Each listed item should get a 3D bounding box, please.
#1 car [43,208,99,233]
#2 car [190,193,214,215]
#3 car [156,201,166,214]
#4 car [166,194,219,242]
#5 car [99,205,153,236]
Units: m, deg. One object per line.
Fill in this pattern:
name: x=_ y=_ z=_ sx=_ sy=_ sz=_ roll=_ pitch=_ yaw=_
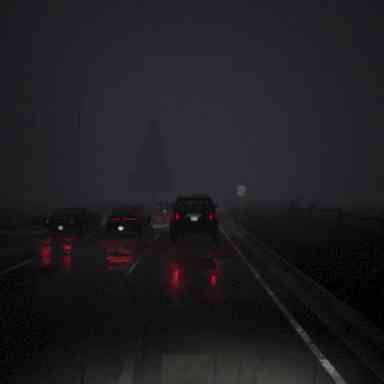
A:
car: x=-6.838 y=1.576 z=19.691 sx=1.895 sy=1.301 sz=4.718 roll=0 pitch=0 yaw=2
car: x=1.115 y=1.176 z=35.332 sx=2.150 sy=2.045 sz=5.566 roll=0 pitch=0 yaw=6
car: x=-2.436 y=1.556 z=34.854 sx=1.895 sy=1.301 sz=4.718 roll=0 pitch=0 yaw=5
car: x=0.098 y=1.200 z=16.475 sx=2.150 sy=2.045 sz=5.566 roll=0 pitch=0 yaw=0
car: x=-3.364 y=1.481 z=18.379 sx=1.837 sy=1.490 sz=4.892 roll=0 pitch=0 yaw=1
